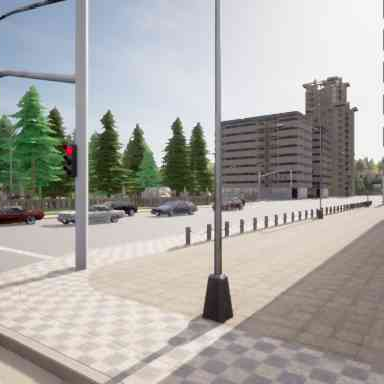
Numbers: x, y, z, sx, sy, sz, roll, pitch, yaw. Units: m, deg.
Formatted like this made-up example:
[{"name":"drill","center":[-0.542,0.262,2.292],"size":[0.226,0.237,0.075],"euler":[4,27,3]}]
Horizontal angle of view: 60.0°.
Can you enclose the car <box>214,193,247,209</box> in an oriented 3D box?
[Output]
[{"name":"car","center":[5.618,1.215,47.614],"size":[2.150,2.045,5.566],"euler":[0,1,36]}]

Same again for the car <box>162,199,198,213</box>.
[{"name":"car","center":[-1.341,1.564,37.954],"size":[1.994,1.385,4.181],"euler":[0,0,35]}]

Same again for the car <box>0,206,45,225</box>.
[{"name":"car","center":[-12.588,1.601,22.276],"size":[1.895,1.301,4.718],"euler":[0,0,37]}]

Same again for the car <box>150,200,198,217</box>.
[{"name":"car","center":[-1.552,1.547,31.626],"size":[2.033,1.411,5.357],"euler":[0,0,36]}]

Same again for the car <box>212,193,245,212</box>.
[{"name":"car","center":[4.264,1.353,39.756],"size":[2.097,1.767,4.553],"euler":[0,0,36]}]

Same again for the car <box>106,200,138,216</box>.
[{"name":"car","center":[-7.096,1.478,29.890],"size":[1.882,1.535,5.008],"euler":[0,0,36]}]

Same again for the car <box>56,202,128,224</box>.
[{"name":"car","center":[-7.162,1.601,23.773],"size":[1.895,1.301,4.718],"euler":[0,0,36]}]
